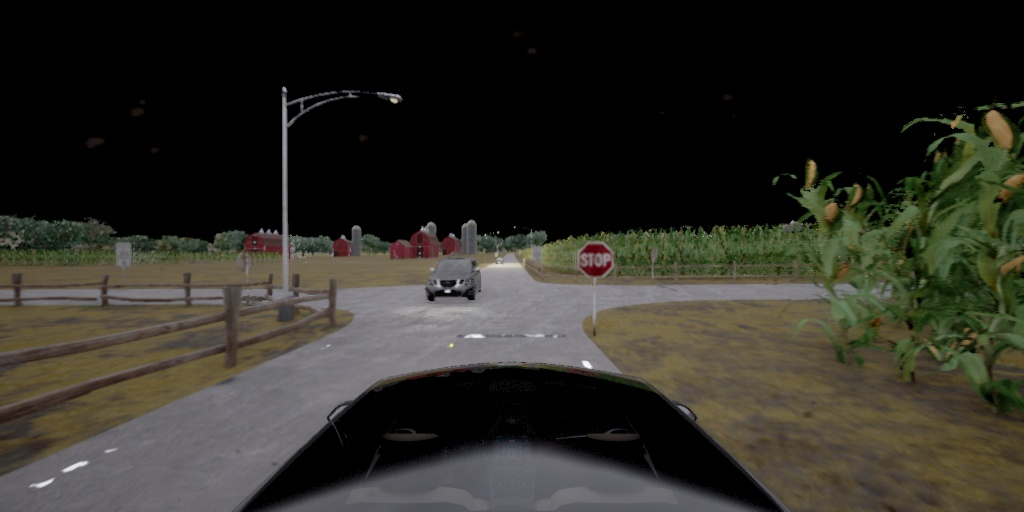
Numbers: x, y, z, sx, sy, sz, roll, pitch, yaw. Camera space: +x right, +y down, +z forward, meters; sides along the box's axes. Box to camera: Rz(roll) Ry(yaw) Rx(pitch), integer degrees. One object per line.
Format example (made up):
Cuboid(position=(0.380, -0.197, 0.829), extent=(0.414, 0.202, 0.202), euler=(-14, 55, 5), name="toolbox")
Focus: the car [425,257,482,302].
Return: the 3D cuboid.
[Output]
Cuboid(position=(-2.755, 1.091, 18.121), extent=(2.150, 2.045, 5.566), euler=(0, 1, 0), name="car")
